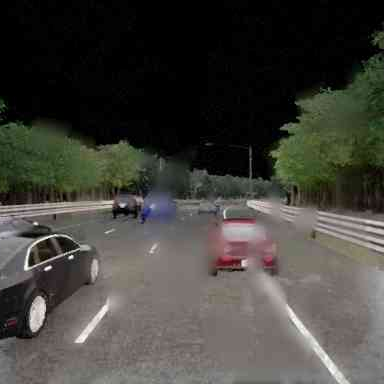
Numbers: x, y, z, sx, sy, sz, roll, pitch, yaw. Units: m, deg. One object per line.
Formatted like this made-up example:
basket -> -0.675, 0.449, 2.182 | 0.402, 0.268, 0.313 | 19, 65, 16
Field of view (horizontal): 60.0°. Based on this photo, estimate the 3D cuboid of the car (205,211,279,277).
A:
car -> 1.397, 1.530, 10.196 | 1.812, 1.442, 4.674 | 0, 0, 2

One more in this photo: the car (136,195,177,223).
car -> -2.440, 1.275, 25.785 | 2.150, 2.045, 5.566 | 0, 0, 4

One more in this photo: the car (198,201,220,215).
car -> 1.756, 1.713, 35.449 | 1.994, 1.385, 4.181 | 0, -1, 7

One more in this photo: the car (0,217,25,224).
car -> -6.633, 1.572, 11.920 | 1.994, 1.385, 4.181 | 0, 0, 2

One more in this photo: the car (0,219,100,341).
car -> -3.275, 1.509, 6.540 | 1.837, 1.490, 4.892 | 0, 0, 1

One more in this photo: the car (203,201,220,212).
car -> 2.713, 1.874, 45.235 | 1.994, 1.385, 4.181 | 0, -1, 7

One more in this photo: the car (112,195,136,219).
car -> -5.611, 1.314, 30.537 | 2.150, 2.045, 5.566 | 0, -1, 4
